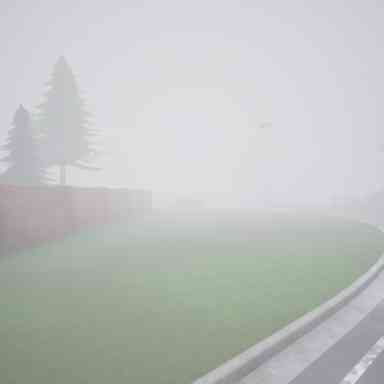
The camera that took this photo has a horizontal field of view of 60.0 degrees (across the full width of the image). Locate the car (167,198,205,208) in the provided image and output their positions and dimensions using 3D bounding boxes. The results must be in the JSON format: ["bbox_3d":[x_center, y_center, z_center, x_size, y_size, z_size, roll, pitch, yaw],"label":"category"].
[{"bbox_3d":[-0.894,1.544,47.623,5.357,1.411,2.033,-1,0,17],"label":"car"}]
